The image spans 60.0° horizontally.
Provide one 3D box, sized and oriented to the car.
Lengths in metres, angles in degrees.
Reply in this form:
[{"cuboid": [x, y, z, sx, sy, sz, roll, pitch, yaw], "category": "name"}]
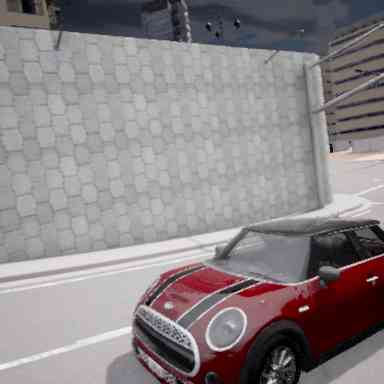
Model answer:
[{"cuboid": [1.408, 1.256, 4.973, 4.553, 1.767, 2.097, -3, 2, -35], "category": "car"}]
